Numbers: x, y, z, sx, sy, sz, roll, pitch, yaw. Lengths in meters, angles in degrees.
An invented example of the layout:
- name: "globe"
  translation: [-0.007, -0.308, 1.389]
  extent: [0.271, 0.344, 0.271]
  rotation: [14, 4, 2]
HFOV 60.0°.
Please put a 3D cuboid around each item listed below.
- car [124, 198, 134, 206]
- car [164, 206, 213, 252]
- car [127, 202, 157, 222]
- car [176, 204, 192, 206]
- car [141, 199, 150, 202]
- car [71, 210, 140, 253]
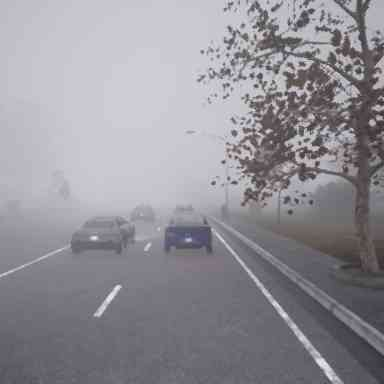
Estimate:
- name: "car"
  translation: [-13.515, 2.157, 71.553]
  extent: [1.837, 1.490, 4.892]
  rotation: [0, -1, -3]
- name: "car"
  translation: [-0.176, 1.614, 14.621]
  extent: [1.882, 1.535, 5.008]
  rotation: [0, 0, -1]
- name: "car"
  translation: [-4.217, 1.837, 29.399]
  extent: [1.994, 1.385, 4.181]
  rotation: [0, 0, -2]
- name: "car"
  translation: [-0.719, 1.766, 29.528]
  extent: [2.128, 1.511, 4.902]
  rotation: [0, 0, -2]
- name: "car"
  translation: [-10.020, 2.198, 71.748]
  extent: [2.033, 1.411, 5.357]
  rotation: [0, -1, -3]
- name: "car"
  translation: [-3.672, 1.698, 14.355]
  extent: [1.994, 1.385, 4.181]
  rotation: [0, 0, -1]
